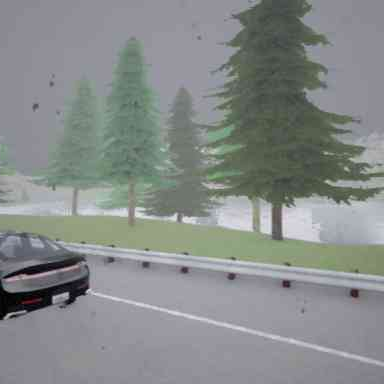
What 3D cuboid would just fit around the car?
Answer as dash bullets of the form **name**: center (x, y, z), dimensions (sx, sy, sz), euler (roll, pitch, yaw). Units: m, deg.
- **car**: center (-4.184, 1.552, 6.805), dimensions (4.902, 1.511, 2.128), euler (-1, 0, 33)
